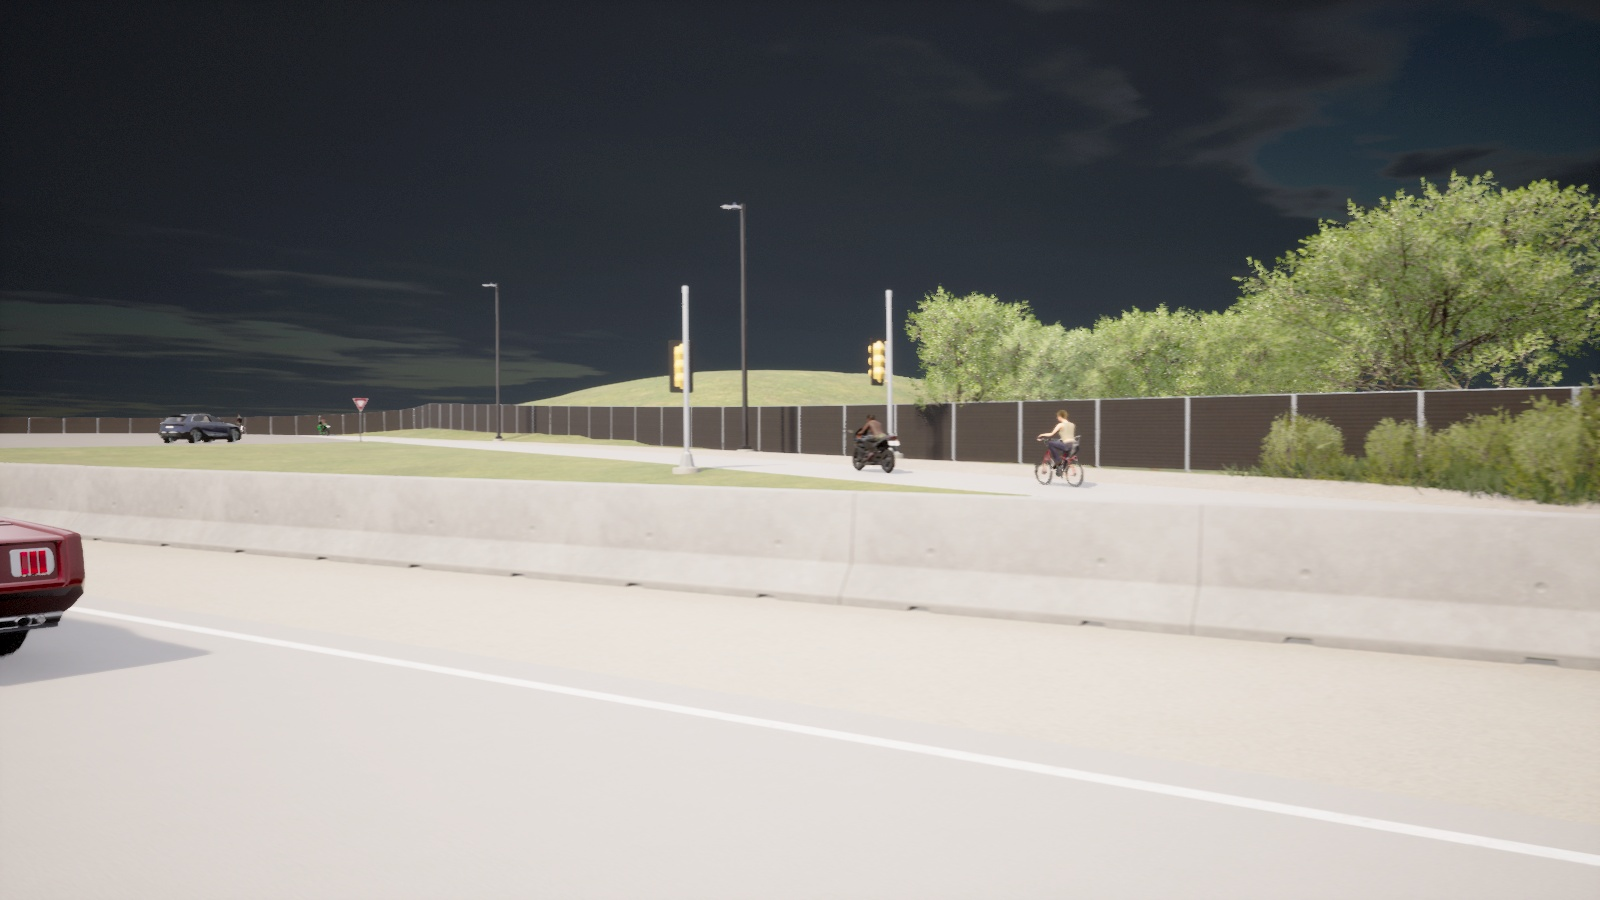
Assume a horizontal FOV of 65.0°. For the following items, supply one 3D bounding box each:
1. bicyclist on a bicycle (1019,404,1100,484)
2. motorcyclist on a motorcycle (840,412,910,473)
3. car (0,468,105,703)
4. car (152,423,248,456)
[{"bbox_3d":[5.429,-0.133,26.320,0.866,1.612,1.509,-2,2,-29],"label":"bicyclist on a bicycle"},{"bbox_3d":[1.921,-0.211,32.527,0.797,1.523,2.044,-2,2,-29],"label":"motorcyclist on a motorcycle"},{"bbox_3d":[-6.680,0.783,8.064,4.718,1.301,1.895,0,1,34],"label":"car"},{"bbox_3d":[-32.732,-0.598,68.676,2.033,1.649,4.856,-1,1,16],"label":"car"}]
